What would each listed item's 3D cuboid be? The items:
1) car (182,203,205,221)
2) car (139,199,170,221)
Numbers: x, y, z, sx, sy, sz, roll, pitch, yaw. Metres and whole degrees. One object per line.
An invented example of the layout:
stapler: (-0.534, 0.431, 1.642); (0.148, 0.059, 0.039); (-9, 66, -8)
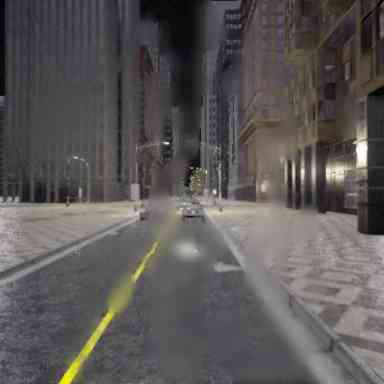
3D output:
car: (0.105, 1.590, 27.538); (2.033, 1.411, 5.357); (0, 0, 0)
car: (-3.021, 1.394, 27.487); (2.097, 1.767, 4.553); (0, 0, 0)
